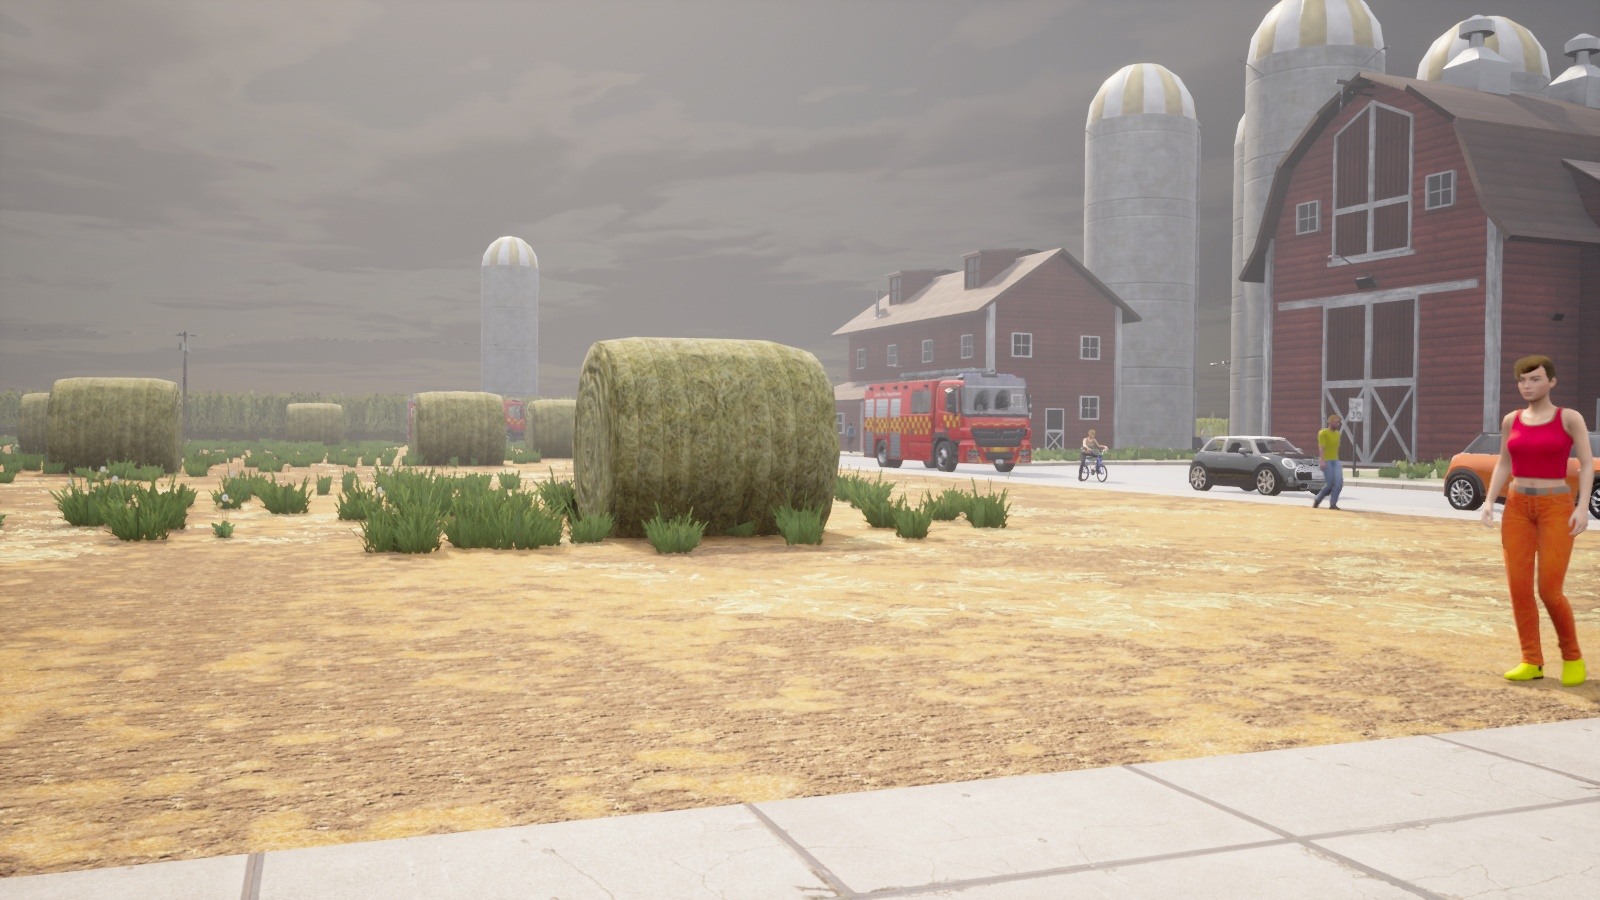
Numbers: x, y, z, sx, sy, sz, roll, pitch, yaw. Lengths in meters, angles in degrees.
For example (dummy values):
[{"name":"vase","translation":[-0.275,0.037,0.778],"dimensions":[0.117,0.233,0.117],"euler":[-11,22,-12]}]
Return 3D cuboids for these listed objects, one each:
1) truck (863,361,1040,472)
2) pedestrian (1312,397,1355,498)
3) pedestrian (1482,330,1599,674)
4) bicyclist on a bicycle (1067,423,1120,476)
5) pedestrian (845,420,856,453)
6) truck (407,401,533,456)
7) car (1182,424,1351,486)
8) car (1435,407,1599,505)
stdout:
[{"name":"truck","translation":[5.504,-1.251,47.611],"dimensions":[2.891,3.827,8.468],"euler":[-2,1,-22]},{"name":"pedestrian","translation":[9.817,-0.051,23.132],"dimensions":[0.354,1.836,0.706],"euler":[-1,1,-17]},{"name":"pedestrian","translation":[4.129,0.273,6.996],"dimensions":[0.594,1.836,0.345],"euler":[-1,1,-35]},{"name":"bicyclist on a bicycle","translation":[9.057,-0.021,38.790],"dimensions":[0.866,1.612,1.509],"euler":[-1,1,-22]},{"name":"pedestrian","translation":[2.979,-0.799,73.761],"dimensions":[0.396,1.930,0.692],"euler":[-1,1,-21]},{"name":"truck","translation":[-23.816,-1.585,90.712],"dimensions":[8.468,3.827,2.891],"euler":[-1,1,-21]},{"name":"car","translation":[11.792,0.089,31.991],"dimensions":[1.970,1.475,3.806],"euler":[-1,1,-22]},{"name":"car","translation":[14.920,0.071,24.185],"dimensions":[2.097,1.767,4.553],"euler":[-1,1,-22]}]
